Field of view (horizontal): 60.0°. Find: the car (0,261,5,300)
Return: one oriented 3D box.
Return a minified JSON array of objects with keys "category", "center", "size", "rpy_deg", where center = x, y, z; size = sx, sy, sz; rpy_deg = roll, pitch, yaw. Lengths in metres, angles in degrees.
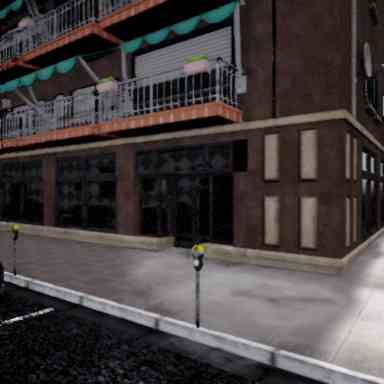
[{"category":"car","center":[-5.500,1.563,6.795],"size":[4.313,1.339,1.947],"rpy_deg":[0,0,35]}]
